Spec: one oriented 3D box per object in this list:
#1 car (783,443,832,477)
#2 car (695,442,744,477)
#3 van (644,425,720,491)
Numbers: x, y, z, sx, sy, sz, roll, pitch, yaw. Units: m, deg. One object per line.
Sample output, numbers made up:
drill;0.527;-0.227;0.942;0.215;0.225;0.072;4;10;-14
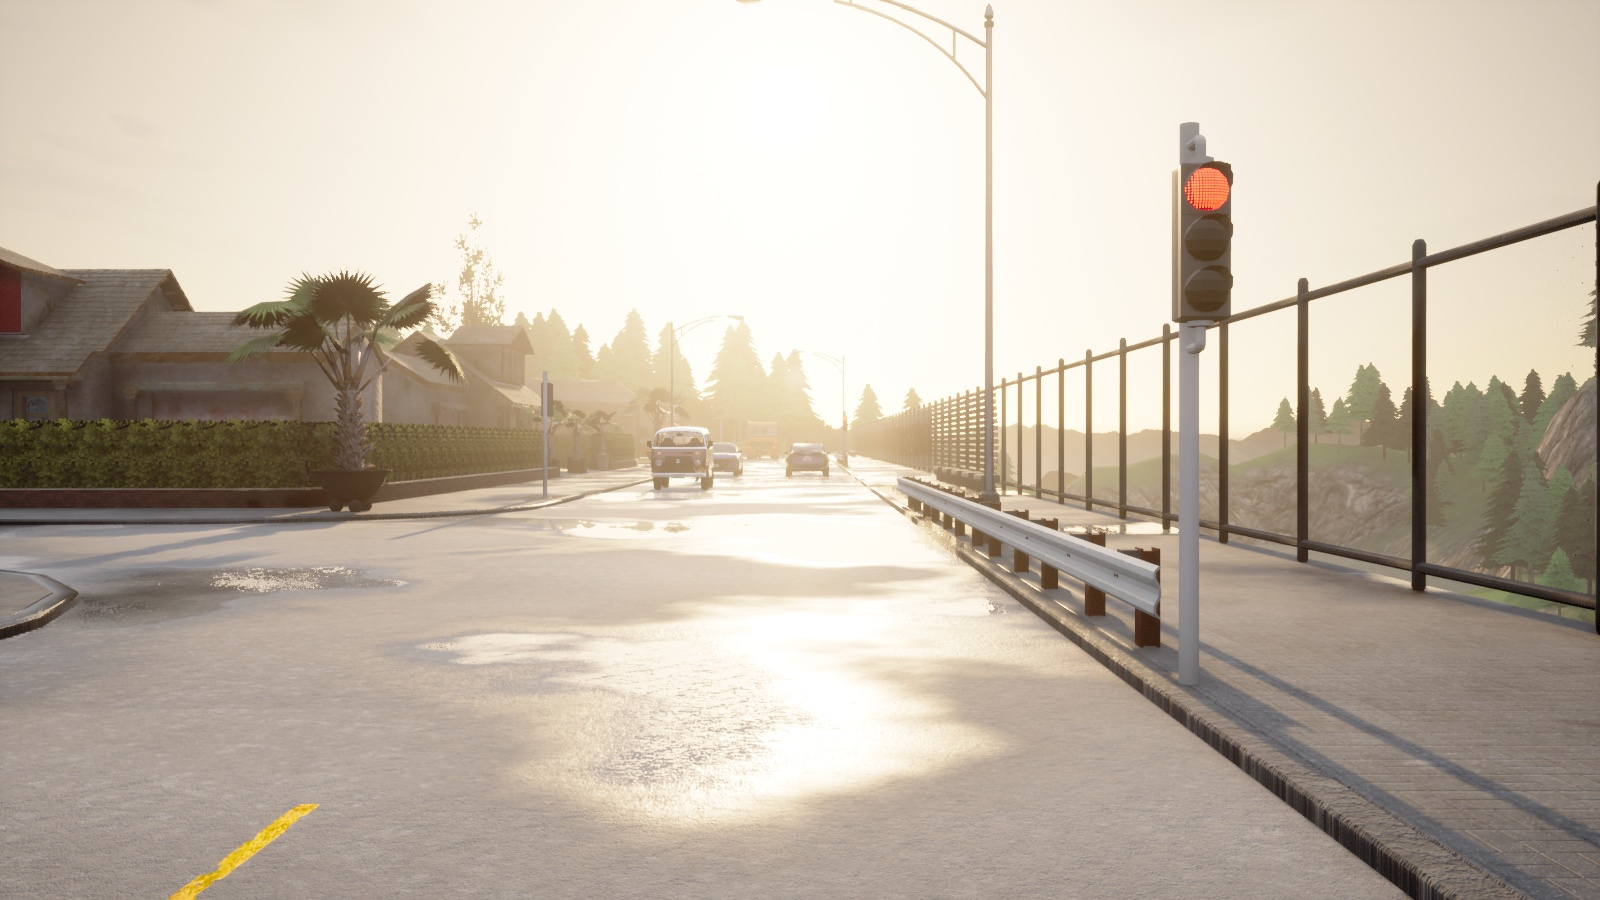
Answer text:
car;0.337;0.424;57.103;2.163;1.488;4.792;0;0;0
car;-3.659;0.396;57.693;1.882;1.535;5.008;0;0;0
van;-3.779;0.236;40.949;2.069;2.038;4.480;0;0;0
